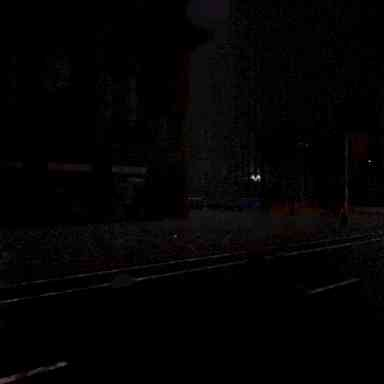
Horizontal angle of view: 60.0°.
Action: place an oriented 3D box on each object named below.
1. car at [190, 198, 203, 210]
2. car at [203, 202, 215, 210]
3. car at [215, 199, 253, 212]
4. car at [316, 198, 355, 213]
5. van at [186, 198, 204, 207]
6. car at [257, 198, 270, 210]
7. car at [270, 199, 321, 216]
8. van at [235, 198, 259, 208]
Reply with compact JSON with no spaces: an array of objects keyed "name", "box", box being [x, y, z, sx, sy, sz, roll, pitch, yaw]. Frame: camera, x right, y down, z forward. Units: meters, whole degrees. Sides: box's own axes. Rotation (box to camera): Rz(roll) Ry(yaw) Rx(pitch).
[{"name":"car","box":[-0.040,1.921,53.040,2.192,1.841,5.009,-1,0,-35]},{"name":"car","box":[4.327,2.147,51.554,1.895,1.301,4.718,0,-1,-35]},{"name":"car","box":[5.621,2.025,45.072,2.008,1.369,4.403,-1,0,-35]},{"name":"car","box":[18.236,1.856,42.030,1.887,1.381,4.507,-1,0,-35]},{"name":"van","box":[0.594,2.064,66.941,1.690,1.788,3.998,-1,0,-35]},{"name":"car","box":[12.358,2.031,50.333,1.802,1.307,4.206,-1,0,-35]},{"name":"car","box":[11.374,1.864,36.965,1.752,1.417,4.829,-1,0,-35]},{"name":"van","box":[9.413,1.859,54.486,1.690,1.788,3.998,-1,0,-35]}]
